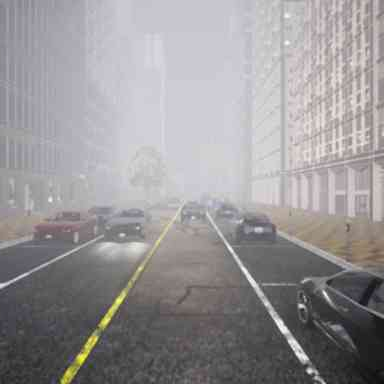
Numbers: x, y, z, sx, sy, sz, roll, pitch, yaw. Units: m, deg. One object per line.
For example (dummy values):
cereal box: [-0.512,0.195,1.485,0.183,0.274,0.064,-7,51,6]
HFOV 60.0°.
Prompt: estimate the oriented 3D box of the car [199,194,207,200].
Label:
car: [2.690,1.324,83.921,1.752,1.417,4.829,0,0,0]

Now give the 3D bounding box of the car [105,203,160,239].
car: [-3.101,1.518,17.423,2.033,1.411,5.357,0,0,0]

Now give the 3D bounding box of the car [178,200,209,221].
car: [0.099,1.554,26.203,1.895,1.301,4.718,0,0,0]

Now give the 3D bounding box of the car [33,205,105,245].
car: [-5.688,1.519,15.453,1.887,1.381,4.507,0,0,0]

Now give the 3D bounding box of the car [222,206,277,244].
car: [2.692,1.540,15.445,1.947,1.339,4.313,0,0,0]

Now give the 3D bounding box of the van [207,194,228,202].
van: [2.692,1.281,32.523,1.690,1.788,3.998,0,0,0]

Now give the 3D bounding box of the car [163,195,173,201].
car: [-5.690,1.368,78.071,2.008,1.369,4.403,0,0,0]

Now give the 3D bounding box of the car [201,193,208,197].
car: [2.692,1.182,60.982,2.192,1.841,5.009,0,0,0]

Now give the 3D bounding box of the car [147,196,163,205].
car: [-5.690,1.424,49.438,1.752,1.417,4.829,0,0,0]

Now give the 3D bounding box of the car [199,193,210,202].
car: [2.692,1.150,72.367,2.192,1.841,5.009,0,0,0]

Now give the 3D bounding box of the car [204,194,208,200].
car: [2.692,1.367,38.214,1.967,1.590,4.097,0,0,0]

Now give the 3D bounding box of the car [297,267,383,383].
car: [2.692,1.559,4.061,1.947,1.339,4.313,0,0,0]

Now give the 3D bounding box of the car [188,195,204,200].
car: [0.098,1.484,41.456,1.994,1.385,4.181,0,0,0]

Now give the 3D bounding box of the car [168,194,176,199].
car: [-5.691,1.343,95.146,1.802,1.307,4.206,0,0,0]

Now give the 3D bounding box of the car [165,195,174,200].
car: [-5.691,1.365,83.764,1.947,1.339,4.313,0,0,0]

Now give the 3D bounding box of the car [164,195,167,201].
car: [-5.690,1.434,55.302,2.008,1.369,4.403,0,0,0]

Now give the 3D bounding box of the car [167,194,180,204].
car: [-3.057,1.438,58.260,1.994,1.385,4.181,0,0,1]

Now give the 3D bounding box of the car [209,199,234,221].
car: [2.692,1.518,26.829,1.947,1.339,4.313,0,0,0]
